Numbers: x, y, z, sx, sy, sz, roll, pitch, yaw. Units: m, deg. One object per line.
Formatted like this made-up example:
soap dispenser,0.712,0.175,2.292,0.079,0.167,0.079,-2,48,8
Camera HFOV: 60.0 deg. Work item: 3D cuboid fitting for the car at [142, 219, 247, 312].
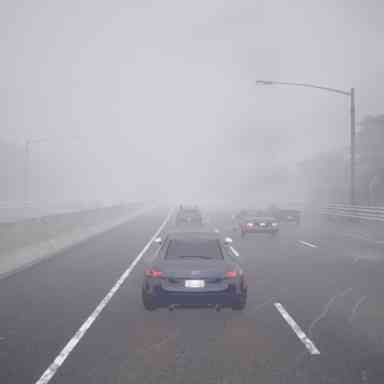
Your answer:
car,0.032,1.574,7.804,1.994,1.385,4.181,0,0,0

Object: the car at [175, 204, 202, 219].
car,-0.256,1.647,24.612,2.128,1.511,4.902,0,-1,-1

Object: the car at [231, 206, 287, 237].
car,3.376,1.637,18.568,2.033,1.411,5.357,0,-1,-1

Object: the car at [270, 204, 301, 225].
car,6.722,1.641,25.555,1.882,1.535,5.008,0,-1,-2

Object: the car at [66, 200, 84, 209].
car,-18.944,2.014,53.902,2.128,1.511,4.902,0,-1,-3

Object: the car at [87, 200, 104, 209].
car,-15.427,2.014,53.463,1.837,1.490,4.892,0,-1,-3

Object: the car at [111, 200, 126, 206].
car,-11.954,2.074,54.275,2.033,1.411,5.357,0,-1,-3
